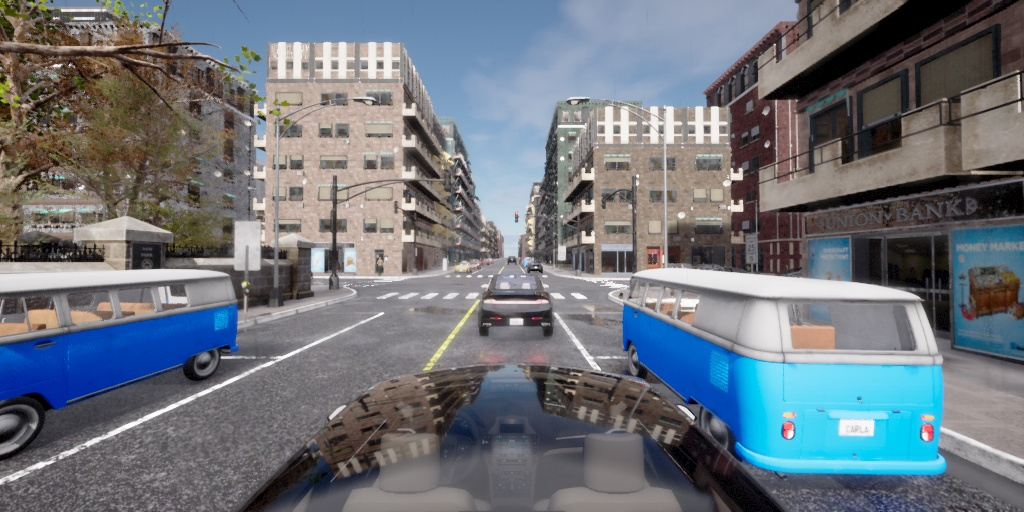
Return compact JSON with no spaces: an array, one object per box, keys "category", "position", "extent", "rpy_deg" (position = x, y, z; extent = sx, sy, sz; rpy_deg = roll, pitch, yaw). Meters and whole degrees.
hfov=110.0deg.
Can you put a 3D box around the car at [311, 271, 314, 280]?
[{"category":"car","position":[-16.586,0.999,25.323],"extent":[4.553,1.767,2.097],"rpy_deg":[0,-1,1]}]

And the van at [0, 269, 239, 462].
[{"category":"van","position":[-5.656,1.092,4.627],"extent":[1.690,1.789,3.998],"rpy_deg":[0,0,0]}]

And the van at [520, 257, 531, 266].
[{"category":"van","position":[2.696,1.112,59.498],"extent":[1.690,1.789,3.998],"rpy_deg":[0,0,0]}]

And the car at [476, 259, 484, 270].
[{"category":"car","position":[-5.686,1.208,53.857],"extent":[1.967,1.591,4.097],"rpy_deg":[0,0,0]}]

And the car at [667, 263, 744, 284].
[{"category":"car","position":[15.094,1.357,28.144],"extent":[5.008,1.535,1.882],"rpy_deg":[0,-1,1]}]

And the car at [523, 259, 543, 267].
[{"category":"car","position":[2.695,1.330,42.571],"extent":[1.948,1.339,4.313],"rpy_deg":[0,0,0]}]

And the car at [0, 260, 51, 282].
[{"category":"car","position":[-36.510,1.044,25.567],"extent":[4.892,1.490,1.837],"rpy_deg":[0,-1,1]}]

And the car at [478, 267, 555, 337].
[{"category":"car","position":[0.101,1.244,10.354],"extent":[2.128,1.511,4.902],"rpy_deg":[0,0,0]}]

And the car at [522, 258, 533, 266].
[{"category":"car","position":[2.695,1.317,48.214],"extent":[2.007,1.370,4.403],"rpy_deg":[0,0,0]}]

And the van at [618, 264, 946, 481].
[{"category":"van","position":[2.659,1.092,4.625],"extent":[1.690,1.789,3.998],"rpy_deg":[0,0,0]}]

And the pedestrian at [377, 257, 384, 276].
[{"category":"pedestrian","position":[-12.536,0.967,34.014],"extent":[0.375,1.860,0.375],"rpy_deg":[0,-1,1]}]

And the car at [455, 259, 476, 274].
[{"category":"car","position":[-5.686,1.289,42.402],"extent":[1.751,1.417,4.829],"rpy_deg":[0,0,0]}]

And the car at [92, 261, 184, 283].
[{"category":"car","position":[-26.411,1.119,25.439],"extent":[4.674,1.442,1.812],"rpy_deg":[0,-1,1]}]

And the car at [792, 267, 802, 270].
[{"category":"car","position":[24.995,1.461,28.025],"extent":[4.674,1.442,1.812],"rpy_deg":[0,-1,1]}]
